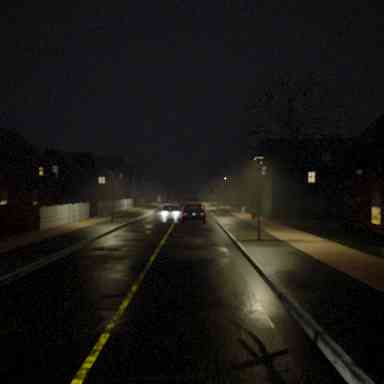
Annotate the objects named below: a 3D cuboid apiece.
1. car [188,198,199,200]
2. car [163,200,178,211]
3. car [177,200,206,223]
[{"bbox_3d":[0.155,1.507,41.381,2.097,1.767,4.553,0,0,0],"label":"car"},{"bbox_3d":[-2.755,1.767,43.962,1.895,1.301,4.718,0,0,1],"label":"car"},{"bbox_3d":[0.135,1.645,26.279,2.033,1.411,5.357,0,0,0],"label":"car"}]
